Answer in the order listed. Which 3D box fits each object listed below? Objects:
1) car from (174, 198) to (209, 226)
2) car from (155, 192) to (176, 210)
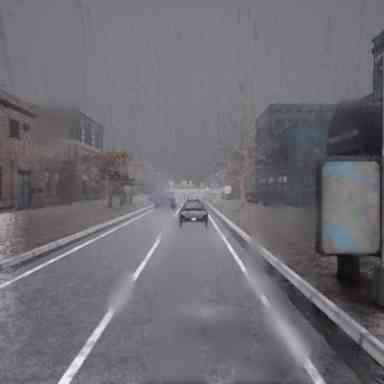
[{"bbox_3d":[0.105,1.404,22.491,2.128,1.511,4.902,0,0,0],"label":"car"},{"bbox_3d":[-3.084,1.051,39.456,2.150,2.045,5.566,0,0,0],"label":"car"}]
